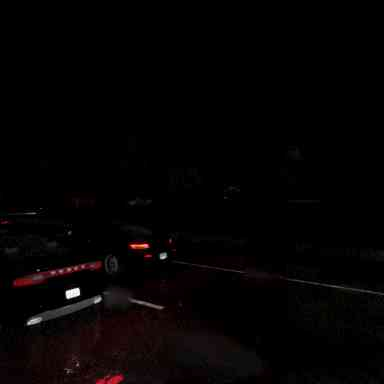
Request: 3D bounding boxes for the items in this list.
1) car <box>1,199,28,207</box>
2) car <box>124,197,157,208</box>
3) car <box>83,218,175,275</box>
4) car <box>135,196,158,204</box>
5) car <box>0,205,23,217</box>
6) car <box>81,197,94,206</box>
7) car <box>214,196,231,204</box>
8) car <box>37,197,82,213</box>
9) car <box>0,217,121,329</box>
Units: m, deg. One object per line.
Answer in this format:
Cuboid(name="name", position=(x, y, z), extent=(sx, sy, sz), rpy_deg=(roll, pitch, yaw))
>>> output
Cuboid(name="car", position=(-23.745, 1.601, 42.474), extent=(1.895, 1.301, 4.718), rpy_deg=(0, 0, 36))
Cuboid(name="car", position=(-7.429, 1.526, 46.983), extent=(1.812, 1.442, 4.674), rpy_deg=(0, 0, 36))
Cuboid(name="car", position=(-2.637, 1.526, 10.155), extent=(4.674, 1.442, 1.812), rpy_deg=(0, 0, 35))
Cuboid(name="car", position=(-8.530, 1.564, 63.249), extent=(1.994, 1.385, 4.181), rpy_deg=(0, 0, 37))
Cuboid(name="car", position=(-10.112, 1.505, 15.485), extent=(4.892, 1.490, 1.837), rpy_deg=(0, 0, 36))
Cuboid(name="car", position=(-17.471, 1.477, 51.058), extent=(1.882, 1.535, 5.008), rpy_deg=(0, 0, 36))
Cuboid(name="car", position=(5.988, 1.564, 65.240), extent=(1.994, 1.385, 4.181), rpy_deg=(0, 0, 37))
Cuboid(name="car", position=(-14.843, 1.564, 36.861), extent=(1.994, 1.385, 4.181), rpy_deg=(0, 0, 36))
Cuboid(name="car", position=(-3.930, 1.478, 6.786), extent=(5.008, 1.535, 1.882), rpy_deg=(0, 0, 35))
